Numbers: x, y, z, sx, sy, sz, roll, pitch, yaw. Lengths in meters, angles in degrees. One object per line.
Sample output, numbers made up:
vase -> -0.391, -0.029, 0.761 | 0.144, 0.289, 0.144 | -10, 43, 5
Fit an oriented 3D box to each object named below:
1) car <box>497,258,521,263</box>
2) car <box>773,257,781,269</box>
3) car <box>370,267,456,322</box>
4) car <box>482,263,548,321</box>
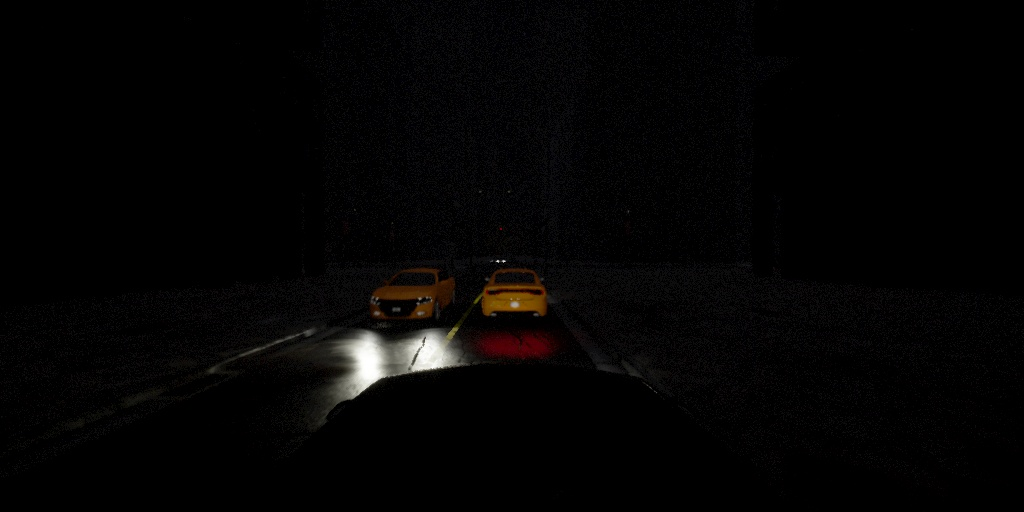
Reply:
car -> 0.086, 1.112, 27.366 | 2.033, 1.411, 5.357 | 0, 0, 0
car -> 36.713, 0.987, 47.319 | 4.892, 1.490, 1.837 | 0, 1, 0
car -> -3.104, 1.154, 12.122 | 1.882, 1.535, 5.008 | 0, 0, 0
car -> 0.086, 1.154, 12.092 | 1.882, 1.535, 5.008 | 0, 0, 0
